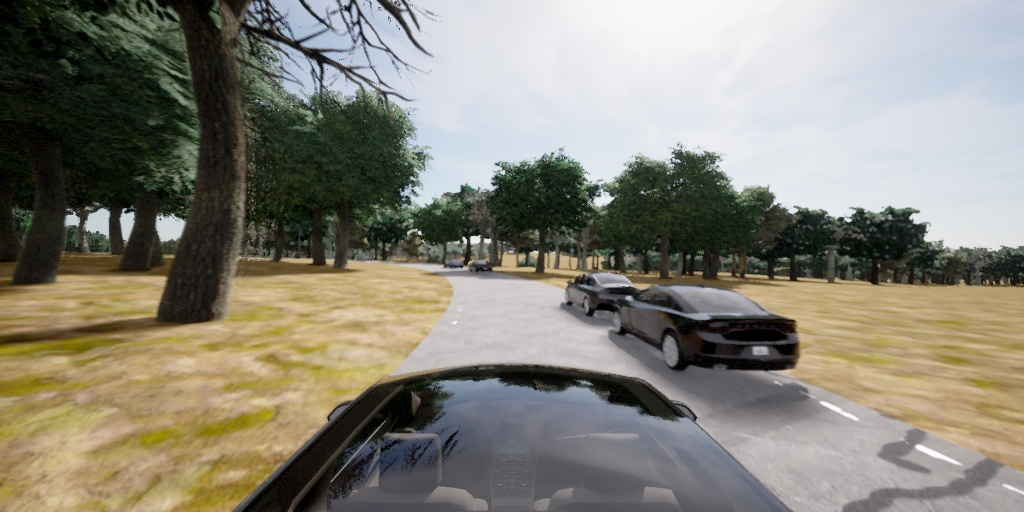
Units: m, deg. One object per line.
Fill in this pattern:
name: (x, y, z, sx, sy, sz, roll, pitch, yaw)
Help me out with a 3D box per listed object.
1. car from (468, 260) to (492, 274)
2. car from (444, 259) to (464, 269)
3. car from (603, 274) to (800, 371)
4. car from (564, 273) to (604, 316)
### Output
car: (-3.712, 1.191, 41.418, 1.882, 1.535, 5.008, 1, 0, -19)
car: (-8.680, 1.151, 53.202, 1.994, 1.385, 4.181, 1, 0, -28)
car: (3.797, 1.347, 8.080, 1.882, 1.535, 5.008, 1, 0, -2)
car: (3.408, 1.402, 14.198, 1.837, 1.490, 4.892, 1, 0, -5)
